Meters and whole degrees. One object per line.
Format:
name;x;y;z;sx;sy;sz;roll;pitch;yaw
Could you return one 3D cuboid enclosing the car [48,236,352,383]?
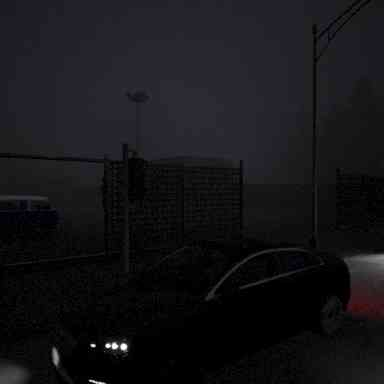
car;0.508;1.491;5.025;4.902;1.511;2.128;0;0;-37
